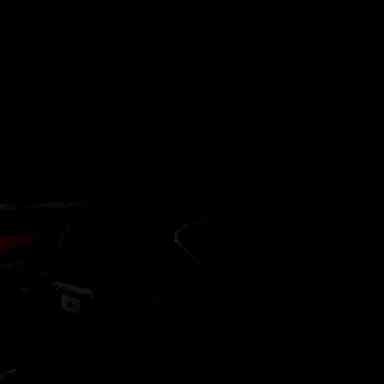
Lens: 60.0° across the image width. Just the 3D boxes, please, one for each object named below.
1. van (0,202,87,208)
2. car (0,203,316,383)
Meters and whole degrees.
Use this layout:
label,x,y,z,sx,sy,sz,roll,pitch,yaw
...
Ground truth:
label,x,y,z,sx,sy,sz,roll,pitch,yaw
van,-4.237,1.279,8.926,1.878,1.987,4.442,0,0,36
car,0.323,1.236,5.565,2.435,2.045,5.566,0,0,35
